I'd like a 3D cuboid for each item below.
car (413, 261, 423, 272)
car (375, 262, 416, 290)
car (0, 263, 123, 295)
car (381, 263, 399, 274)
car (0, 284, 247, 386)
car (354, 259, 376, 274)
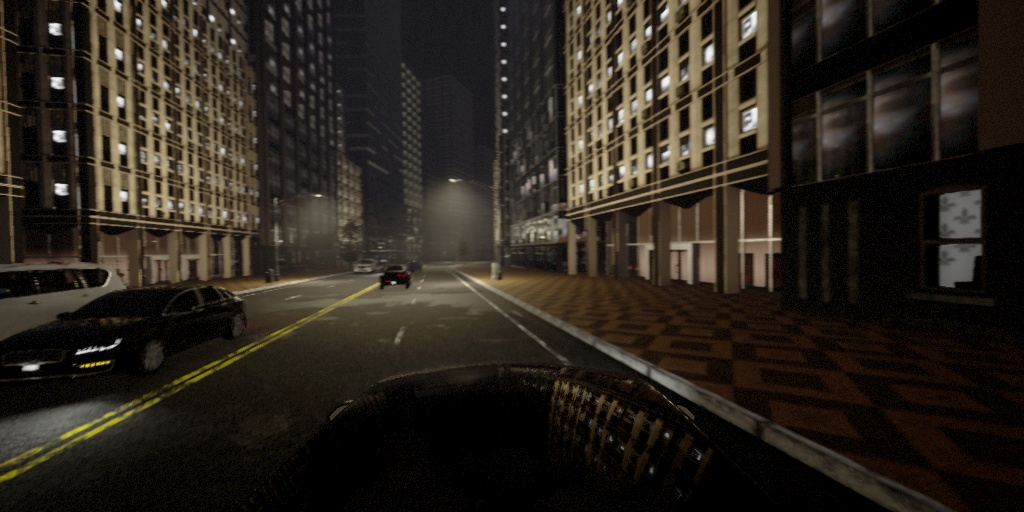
[{"bbox_3d":[-13.963,1.497,51.927,1.882,1.535,5.008,-1,0,-12],"label":"car"},{"bbox_3d":[-7.900,1.407,24.663,1.837,1.490,4.892,-1,0,-13],"label":"car"},{"bbox_3d":[-10.894,1.194,7.289,2.150,2.045,5.566,-1,0,-13],"label":"car"},{"bbox_3d":[-17.110,1.750,50.592,1.895,1.301,4.718,-1,0,-13],"label":"car"},{"bbox_3d":[-7.642,1.410,7.669,1.837,1.490,4.892,-1,0,-13],"label":"car"},{"bbox_3d":[-20.289,1.461,49.883,2.150,2.045,5.566,-1,0,-13],"label":"car"}]
